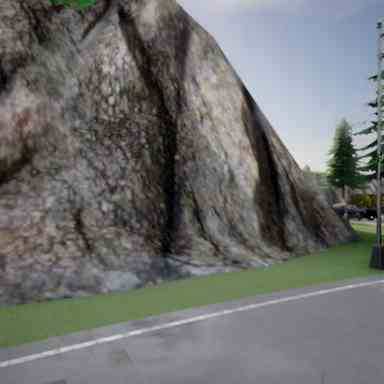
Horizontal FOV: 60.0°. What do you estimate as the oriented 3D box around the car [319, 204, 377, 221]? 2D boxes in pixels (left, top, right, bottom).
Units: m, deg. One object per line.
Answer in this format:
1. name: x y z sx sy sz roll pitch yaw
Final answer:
1. car: 13.254 1.685 28.240 1.895 1.301 4.718 0 0 -26
